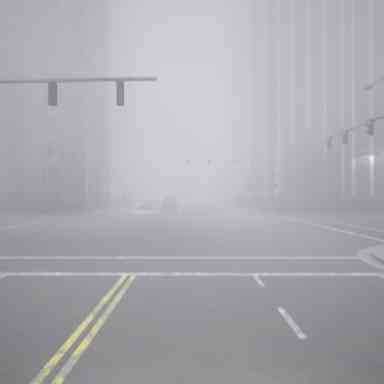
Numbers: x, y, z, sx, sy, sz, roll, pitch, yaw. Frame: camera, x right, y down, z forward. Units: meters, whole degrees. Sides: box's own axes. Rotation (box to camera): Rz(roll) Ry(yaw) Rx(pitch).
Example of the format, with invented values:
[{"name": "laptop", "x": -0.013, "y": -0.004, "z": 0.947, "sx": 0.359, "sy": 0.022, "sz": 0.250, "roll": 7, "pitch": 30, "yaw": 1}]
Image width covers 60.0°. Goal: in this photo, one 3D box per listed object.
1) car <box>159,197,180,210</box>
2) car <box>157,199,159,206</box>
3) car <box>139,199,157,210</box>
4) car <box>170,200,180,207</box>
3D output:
[{"name": "car", "x": -3.513, "y": 1.736, "z": 52.335, "sx": 2.150, "sy": 2.045, "sz": 5.566, "roll": 0, "pitch": -1, "yaw": 1}, {"name": "car", "x": -6.945, "y": 2.154, "z": 66.922, "sx": 1.837, "sy": 1.490, "sz": 4.892, "roll": 0, "pitch": 0, "yaw": 0}, {"name": "car", "x": -7.018, "y": 2.107, "z": 51.709, "sx": 1.895, "sy": 1.301, "sz": 4.718, "roll": 0, "pitch": -1, "yaw": 0}, {"name": "car", "x": -3.440, "y": 2.262, "z": 68.337, "sx": 1.895, "sy": 1.301, "sz": 4.718, "roll": 0, "pitch": -1, "yaw": 0}]
